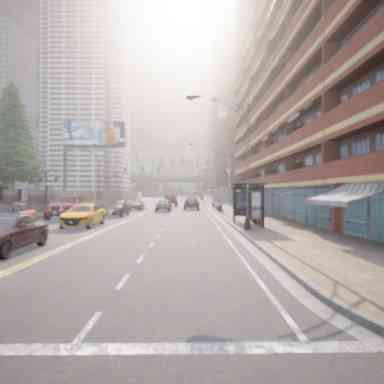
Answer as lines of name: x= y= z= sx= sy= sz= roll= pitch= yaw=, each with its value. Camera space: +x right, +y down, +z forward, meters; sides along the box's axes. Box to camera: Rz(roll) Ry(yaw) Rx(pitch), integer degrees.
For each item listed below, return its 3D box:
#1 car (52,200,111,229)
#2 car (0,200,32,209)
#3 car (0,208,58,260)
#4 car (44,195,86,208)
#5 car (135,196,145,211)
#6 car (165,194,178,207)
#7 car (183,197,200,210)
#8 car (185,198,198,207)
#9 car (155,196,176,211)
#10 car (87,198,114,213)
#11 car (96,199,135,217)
car: x=-7.124 y=1.516 z=22.043 sx=1.882 sy=1.535 sz=5.008 roll=0 pitch=0 yaw=0
car: x=-10.620 y=1.376 z=18.814 sx=2.097 sy=1.767 sz=4.553 roll=0 pitch=0 yaw=0
car: x=-7.099 y=1.555 z=12.704 sx=1.812 sy=1.442 sz=4.674 roll=0 pitch=0 yaw=0
car: x=-10.627 y=1.255 z=28.543 sx=2.150 sy=2.045 sz=5.566 roll=0 pitch=0 yaw=0
car: x=-7.079 y=1.584 z=41.746 sx=1.812 sy=1.442 sz=4.674 roll=0 pitch=0 yaw=1
car: x=-3.490 y=1.305 z=54.626 sx=2.150 sy=2.045 sz=5.566 roll=0 pitch=0 yaw=0
car: x=-0.057 y=1.436 z=44.616 sx=2.097 sy=1.767 sz=4.553 roll=0 pitch=0 yaw=0
car: x=-0.069 y=1.656 z=53.085 sx=1.994 sy=1.385 sz=4.181 roll=0 pitch=0 yaw=0
car: x=-3.456 y=1.617 z=40.999 sx=2.033 sy=1.411 sz=5.357 roll=0 pitch=0 yaw=0
car: x=-10.593 y=1.550 z=38.960 sx=1.837 sy=1.490 sz=4.892 roll=0 pitch=0 yaw=0
car: x=-7.124 y=1.540 z=31.522 sx=2.128 sy=1.511 sz=4.902 roll=0 pitch=0 yaw=0
